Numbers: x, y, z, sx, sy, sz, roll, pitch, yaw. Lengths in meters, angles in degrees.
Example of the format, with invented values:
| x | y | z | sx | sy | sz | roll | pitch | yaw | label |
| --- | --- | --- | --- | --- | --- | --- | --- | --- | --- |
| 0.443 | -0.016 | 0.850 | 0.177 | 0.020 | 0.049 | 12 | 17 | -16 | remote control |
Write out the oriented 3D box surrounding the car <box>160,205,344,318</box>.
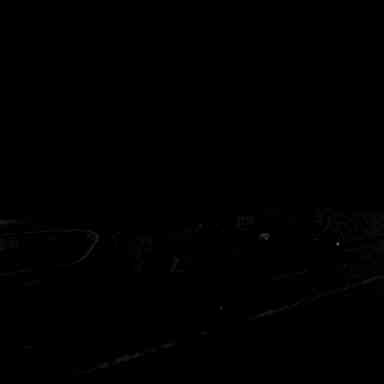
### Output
| x | y | z | sx | sy | sz | roll | pitch | yaw | label |
| --- | --- | --- | --- | --- | --- | --- | --- | --- | --- |
| 1.413 | 1.274 | 7.528 | 5.009 | 1.841 | 2.192 | -1 | 0 | -35 | car |

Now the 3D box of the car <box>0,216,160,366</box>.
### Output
| x | y | z | sx | sy | sz | roll | pitch | yaw | label |
| --- | --- | --- | --- | --- | --- | --- | --- | --- | --- |
| -3.183 | 1.317 | 4.260 | 5.009 | 1.841 | 2.192 | -1 | 0 | -35 | car |
